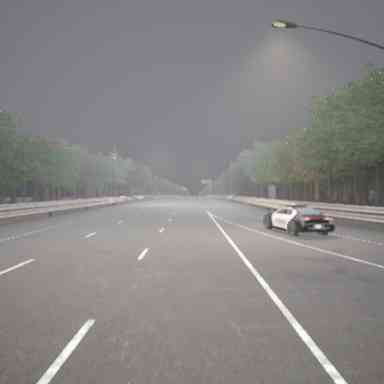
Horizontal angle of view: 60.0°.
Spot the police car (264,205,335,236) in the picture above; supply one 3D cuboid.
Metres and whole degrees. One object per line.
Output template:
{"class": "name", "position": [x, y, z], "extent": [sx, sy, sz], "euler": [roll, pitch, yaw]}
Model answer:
{"class": "police car", "position": [5.646, 1.489, 18.448], "extent": [2.038, 1.542, 4.974], "euler": [0, 0, -11]}
